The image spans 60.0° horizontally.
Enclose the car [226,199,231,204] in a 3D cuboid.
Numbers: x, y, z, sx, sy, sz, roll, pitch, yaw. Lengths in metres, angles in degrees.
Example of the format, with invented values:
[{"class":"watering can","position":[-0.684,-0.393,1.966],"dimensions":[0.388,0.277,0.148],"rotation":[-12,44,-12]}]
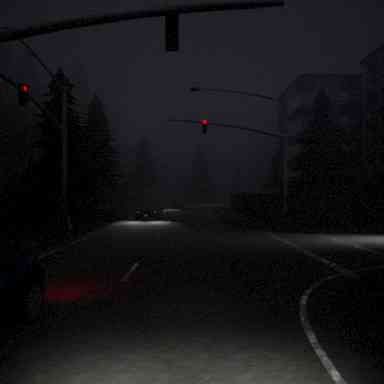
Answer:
[{"class":"car","position":[8.496,1.593,61.670],"dimensions":[4.718,1.301,1.895],"rotation":[0,0,-40]}]

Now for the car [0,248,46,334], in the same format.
[{"class":"car","position":[-3.592,1.525,4.406],"dimensions":[1.812,1.442,4.674],"rotation":[0,0,0]}]

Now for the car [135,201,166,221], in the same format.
[{"class":"car","position":[-3.477,1.522,27.655],"dimensions":[1.812,1.442,4.674],"rotation":[0,0,1]}]

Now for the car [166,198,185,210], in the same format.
[{"class":"car","position":[-2.395,1.541,44.047],"dimensions":[2.033,1.411,5.357],"rotation":[0,0,13]}]
